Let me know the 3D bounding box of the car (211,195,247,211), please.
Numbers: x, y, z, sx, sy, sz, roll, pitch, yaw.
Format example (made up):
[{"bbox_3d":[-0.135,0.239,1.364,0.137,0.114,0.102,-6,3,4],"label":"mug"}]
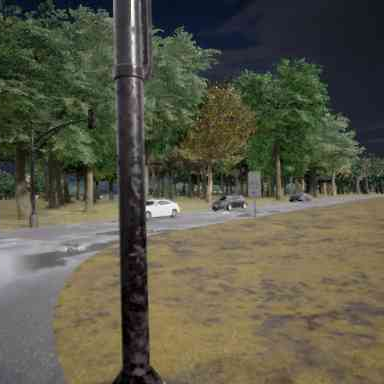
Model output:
[{"bbox_3d":[3.785,1.072,33.124,1.837,1.490,4.892,-3,0,37],"label":"car"}]

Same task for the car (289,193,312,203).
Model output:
[{"bbox_3d":[16.127,0.814,49.224,2.033,1.411,5.357,-3,-1,38],"label":"car"}]

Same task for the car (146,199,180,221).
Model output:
[{"bbox_3d":[-2.790,1.267,24.476,1.812,1.442,4.674,-3,-1,37],"label":"car"}]
